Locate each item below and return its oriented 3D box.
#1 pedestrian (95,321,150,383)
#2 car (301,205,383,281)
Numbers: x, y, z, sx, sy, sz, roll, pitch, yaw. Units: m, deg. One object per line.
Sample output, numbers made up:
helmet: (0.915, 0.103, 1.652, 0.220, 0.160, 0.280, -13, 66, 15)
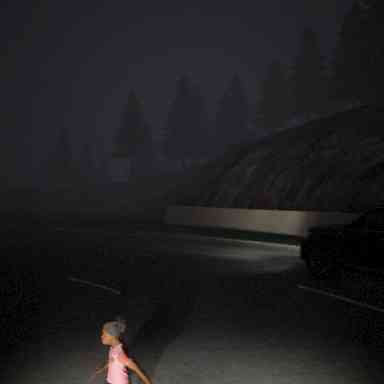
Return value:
pedestrian: (-0.647, 1.294, 3.070, 0.375, 1.860, 0.375, 0, 0, -24)
car: (4.989, 1.221, 7.323, 2.150, 2.045, 5.566, 1, 0, -26)
